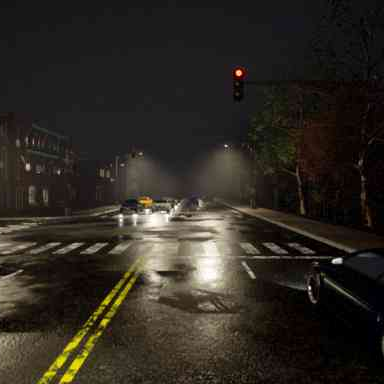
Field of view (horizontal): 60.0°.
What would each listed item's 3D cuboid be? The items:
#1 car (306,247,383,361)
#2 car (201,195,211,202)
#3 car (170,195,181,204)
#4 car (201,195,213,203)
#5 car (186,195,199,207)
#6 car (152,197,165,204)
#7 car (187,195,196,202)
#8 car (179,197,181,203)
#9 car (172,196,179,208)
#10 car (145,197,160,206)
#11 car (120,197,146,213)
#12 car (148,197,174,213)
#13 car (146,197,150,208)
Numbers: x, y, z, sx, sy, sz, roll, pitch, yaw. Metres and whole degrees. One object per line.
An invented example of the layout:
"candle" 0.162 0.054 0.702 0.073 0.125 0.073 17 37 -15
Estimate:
"car" 3.335 1.563 5.273 1.994 1.385 4.181 0 0 1
"car" 3.212 1.507 78.552 2.033 1.411 5.357 0 0 0
"car" -3.313 1.452 66.580 1.882 1.535 5.008 0 0 0
"car" 3.320 1.465 68.368 2.128 1.511 4.902 0 0 0
"car" 0.077 1.507 52.257 1.812 1.442 4.674 0 0 0
"car" -6.566 1.576 65.720 1.895 1.301 4.718 0 0 0
"car" -0.037 1.492 79.776 2.128 1.511 4.902 0 0 0
"car" -3.347 1.580 56.304 1.895 1.301 4.718 0 0 0
"car" -3.360 1.476 46.224 2.128 1.511 4.902 0 0 0
"car" -6.602 1.544 55.798 1.994 1.385 4.181 0 0 0
"car" -6.636 1.514 36.803 1.812 1.442 4.674 0 0 1
"car" -3.357 1.514 36.956 1.812 1.442 4.674 0 0 0
"car" -6.609 1.462 45.888 1.882 1.535 5.008 0 0 0
